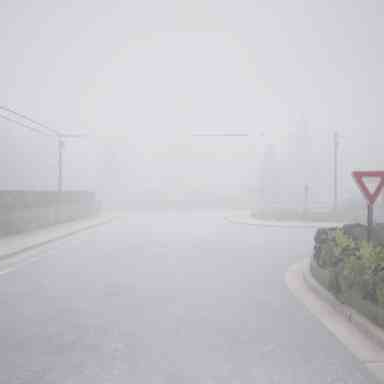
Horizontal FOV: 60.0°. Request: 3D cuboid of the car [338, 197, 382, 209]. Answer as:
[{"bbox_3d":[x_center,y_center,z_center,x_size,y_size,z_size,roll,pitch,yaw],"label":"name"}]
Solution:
[{"bbox_3d":[18.649,1.364,36.790,4.553,1.767,2.097,0,0,0],"label":"car"}]
